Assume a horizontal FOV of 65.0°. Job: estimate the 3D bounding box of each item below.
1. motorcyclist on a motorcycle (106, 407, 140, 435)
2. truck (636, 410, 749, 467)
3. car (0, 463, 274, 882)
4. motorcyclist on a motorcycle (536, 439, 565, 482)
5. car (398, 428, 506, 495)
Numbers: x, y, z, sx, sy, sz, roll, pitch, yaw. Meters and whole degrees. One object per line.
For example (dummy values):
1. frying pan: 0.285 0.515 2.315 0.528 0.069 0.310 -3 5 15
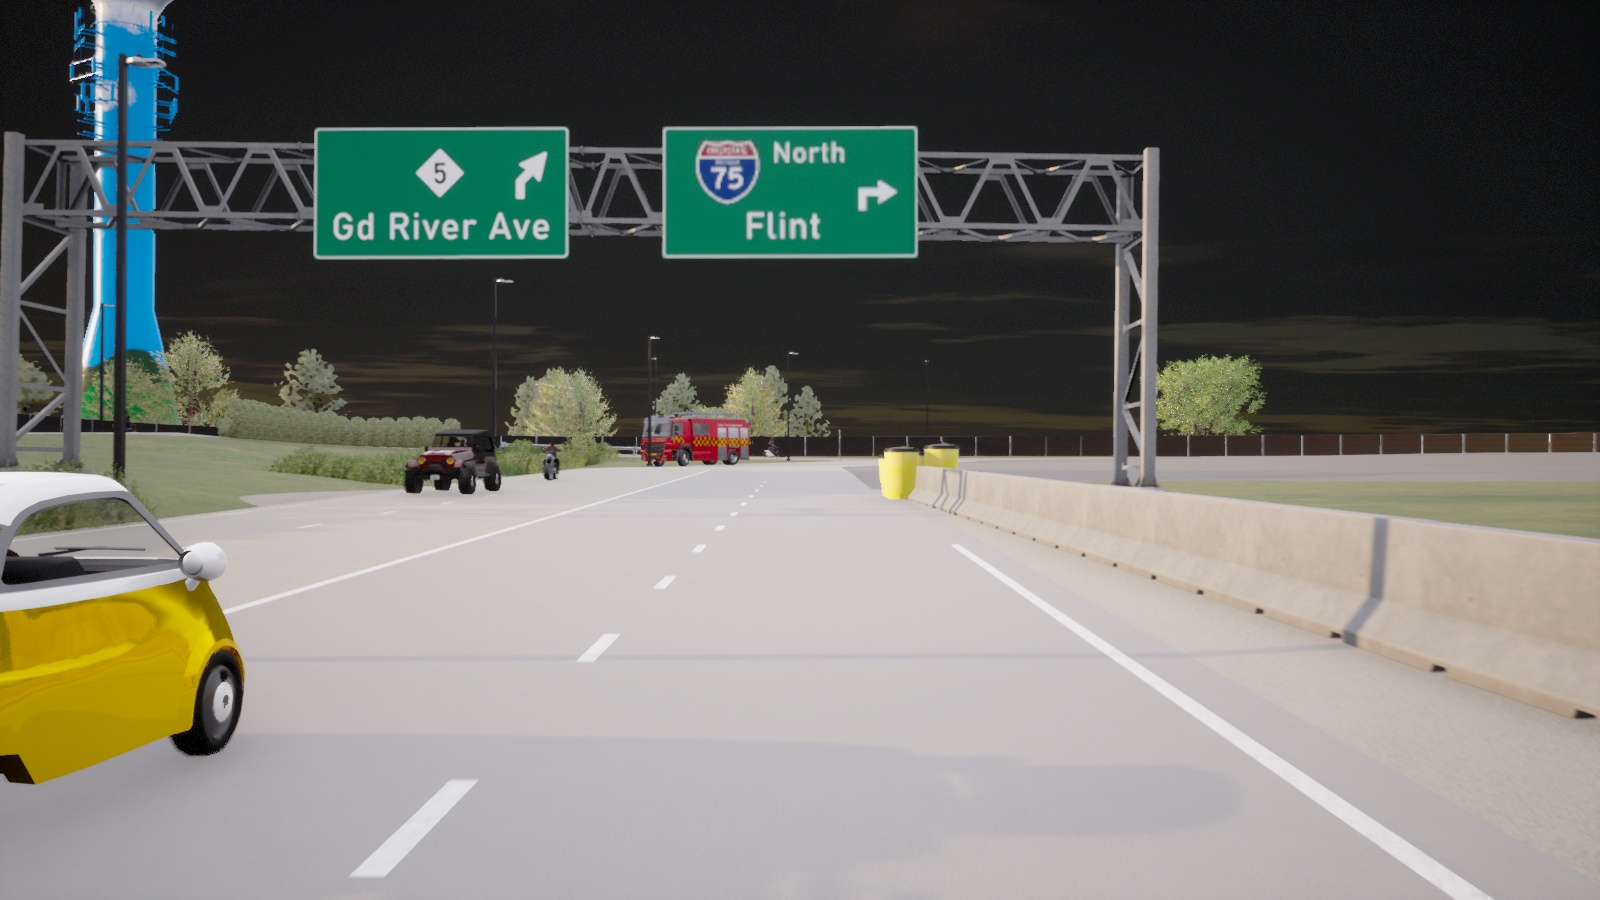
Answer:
1. motorcyclist on a motorcycle: -42.677 -1.834 79.151 0.766 1.649 2.350 0 -2 2
2. truck: -7.492 -0.759 88.821 2.891 3.827 8.468 0 0 39
3. car: -3.454 0.769 5.355 1.481 1.376 2.207 0 1 0
4. motorcyclist on a motorcycle: -9.804 0.386 49.463 0.766 1.649 2.350 0 1 -3
5. car: -10.205 0.303 37.081 1.905 1.878 3.866 0 0 4
